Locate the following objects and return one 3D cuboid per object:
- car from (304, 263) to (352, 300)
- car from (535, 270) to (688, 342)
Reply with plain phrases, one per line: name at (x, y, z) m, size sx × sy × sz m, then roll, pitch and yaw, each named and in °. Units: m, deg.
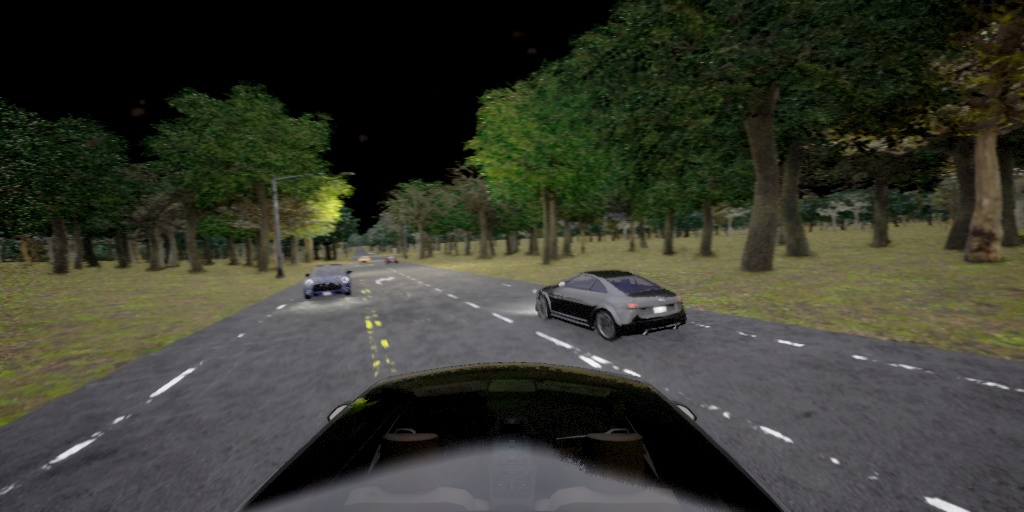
car at (-9.797, 1.222, 19.294) m, size 2.097 × 1.767 × 4.553 m, roll -4°, pitch 2°, yaw -23°
car at (2.231, 1.059, 9.150) m, size 1.994 × 1.385 × 4.181 m, roll -4°, pitch 2°, yaw -23°
